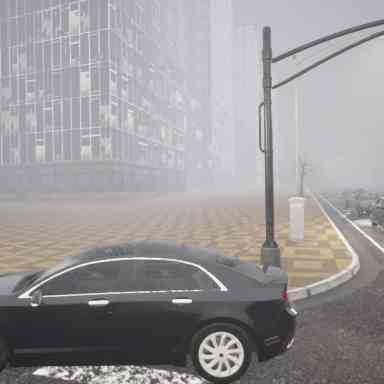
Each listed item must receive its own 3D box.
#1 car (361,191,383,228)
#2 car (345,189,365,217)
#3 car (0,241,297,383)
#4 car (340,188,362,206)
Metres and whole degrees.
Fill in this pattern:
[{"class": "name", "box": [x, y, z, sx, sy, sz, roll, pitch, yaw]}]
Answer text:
[{"class": "car", "box": [9.054, 0.928, 14.386, 2.128, 1.511, 4.902, -1, 2, 18]}, {"class": "car", "box": [11.110, 0.759, 20.678, 1.994, 1.385, 4.181, -1, 2, 17]}, {"class": "car", "box": [-1.047, 1.505, 4.762, 4.892, 1.490, 1.837, 0, 0, 0]}, {"class": "car", "box": [13.112, 0.454, 26.740, 2.128, 1.511, 4.902, -1, 2, 18]}]
